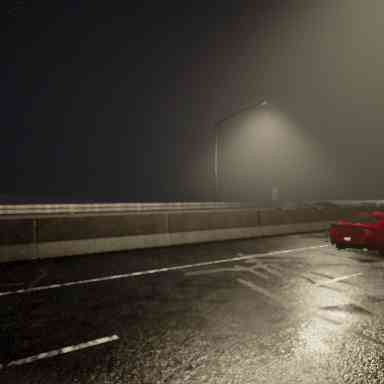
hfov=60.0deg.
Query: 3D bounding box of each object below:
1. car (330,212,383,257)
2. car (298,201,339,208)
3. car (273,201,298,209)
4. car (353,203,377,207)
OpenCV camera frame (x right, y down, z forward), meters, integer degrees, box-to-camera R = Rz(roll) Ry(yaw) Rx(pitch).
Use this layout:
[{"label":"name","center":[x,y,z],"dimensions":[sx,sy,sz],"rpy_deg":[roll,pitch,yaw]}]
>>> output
[{"label":"car","center":[7.634,1.558,13.415],"dimensions":[5.008,1.535,1.882],"rpy_deg":[0,0,-35]},{"label":"car","center":[13.613,1.716,34.828],"dimensions":[4.674,1.442,1.812],"rpy_deg":[0,0,-34]},{"label":"car","center":[11.559,1.738,37.670],"dimensions":[5.357,1.411,2.033],"rpy_deg":[0,0,-34]},{"label":"car","center":[17.179,1.766,33.024],"dimensions":[4.181,1.385,1.994],"rpy_deg":[0,0,-34]}]
